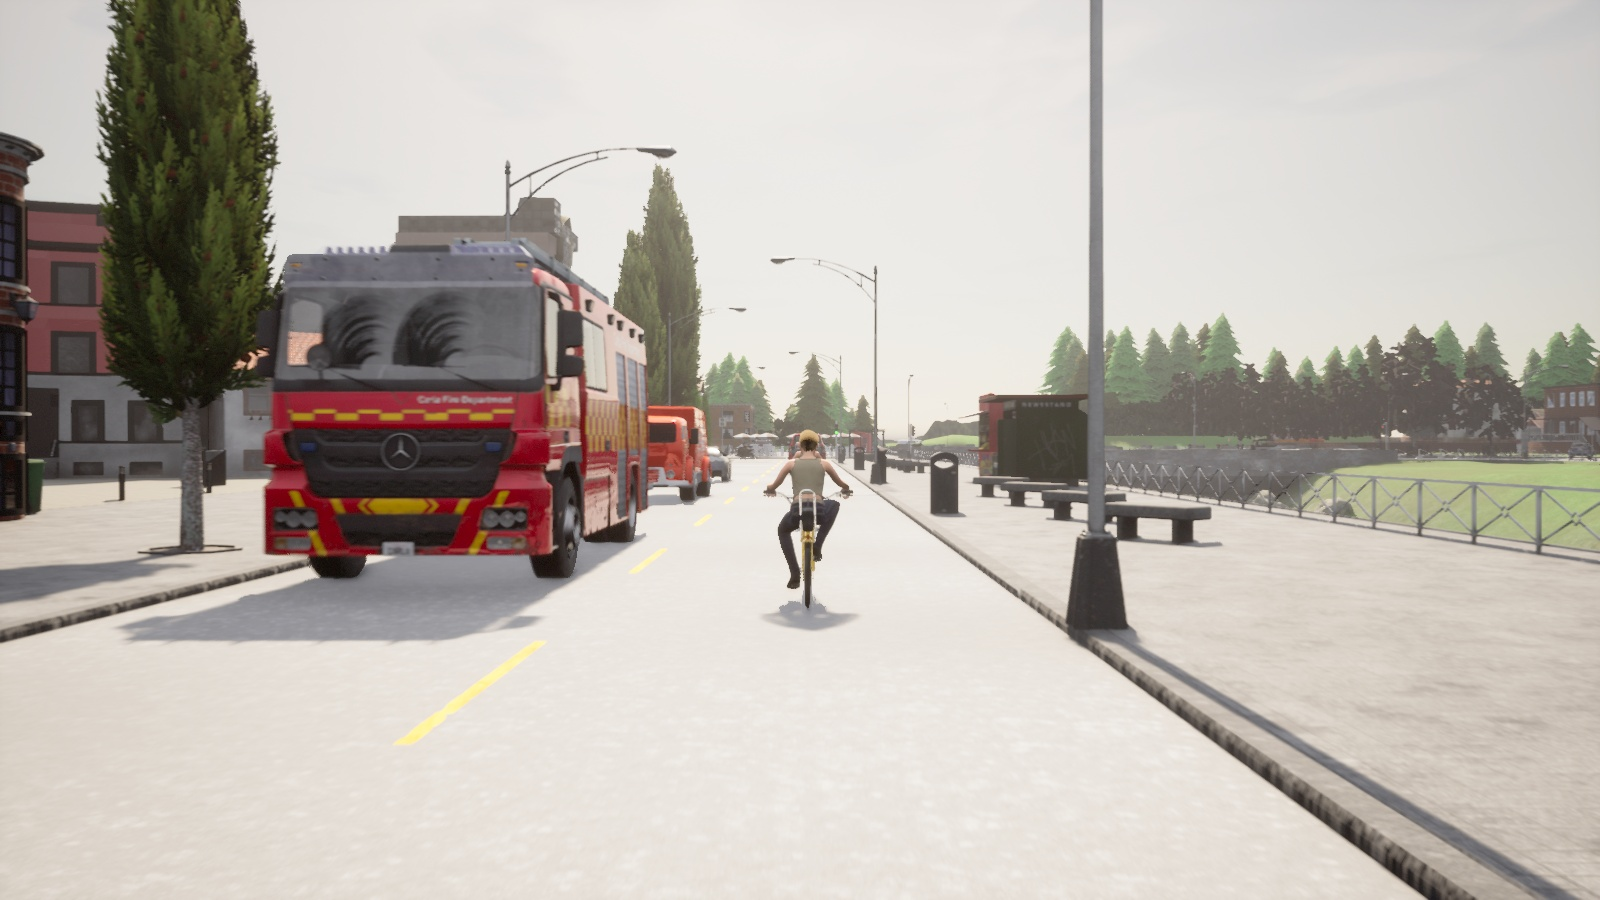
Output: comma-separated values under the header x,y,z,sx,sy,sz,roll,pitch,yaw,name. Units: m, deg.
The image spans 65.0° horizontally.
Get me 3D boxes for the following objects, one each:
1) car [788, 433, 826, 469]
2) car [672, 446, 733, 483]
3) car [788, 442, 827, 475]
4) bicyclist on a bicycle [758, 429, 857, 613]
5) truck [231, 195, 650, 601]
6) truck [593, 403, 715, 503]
x,y,z,sx,sy,sz,roll,pitch,yaw,name
0.426,0.049,73.979,2.150,2.045,5.566,0,0,0,car
-3.715,0.534,48.557,1.994,1.385,4.181,0,0,0,car
0.348,0.387,59.977,1.789,1.549,3.705,0,0,0,car
0.076,0.617,11.768,0.866,1.612,1.509,0,0,1,bicyclist on a bicycle
-3.894,-0.512,16.065,2.891,3.827,8.468,0,0,0,truck
-3.796,0.067,33.740,2.627,2.467,5.204,0,0,0,truck
